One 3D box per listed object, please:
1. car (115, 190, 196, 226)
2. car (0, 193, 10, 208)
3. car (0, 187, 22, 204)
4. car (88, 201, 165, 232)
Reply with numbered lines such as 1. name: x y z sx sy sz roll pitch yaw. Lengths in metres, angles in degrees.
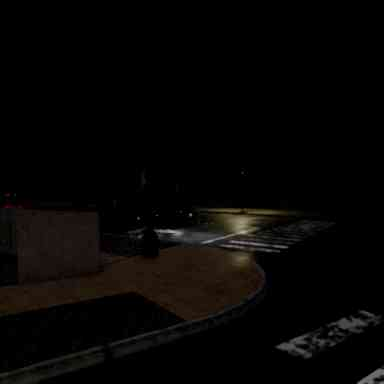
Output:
1. car: -2.450 0.925 20.944 5.566 2.045 2.150 2 1 31
2. car: -19.608 0.976 31.375 4.181 1.385 1.994 1 1 30
3. car: -23.511 0.448 41.222 5.566 2.045 2.150 1 1 30
4. car: -4.049 1.344 18.153 4.718 1.301 1.895 1 1 32
